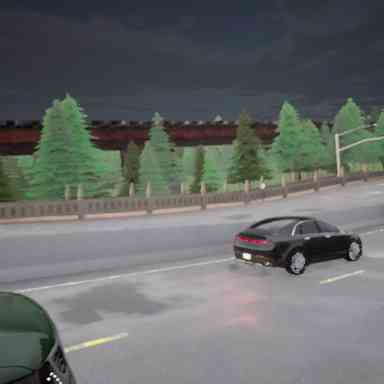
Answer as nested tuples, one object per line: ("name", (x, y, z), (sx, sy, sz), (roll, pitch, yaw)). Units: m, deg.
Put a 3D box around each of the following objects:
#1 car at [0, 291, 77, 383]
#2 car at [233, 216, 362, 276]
("car", (-3.362, 1.211, 1.349), (5.566, 2.045, 2.150), (1, 0, -35))
("car", (3.473, 1.519, 10.521), (4.892, 1.490, 1.837), (0, 0, -35))
